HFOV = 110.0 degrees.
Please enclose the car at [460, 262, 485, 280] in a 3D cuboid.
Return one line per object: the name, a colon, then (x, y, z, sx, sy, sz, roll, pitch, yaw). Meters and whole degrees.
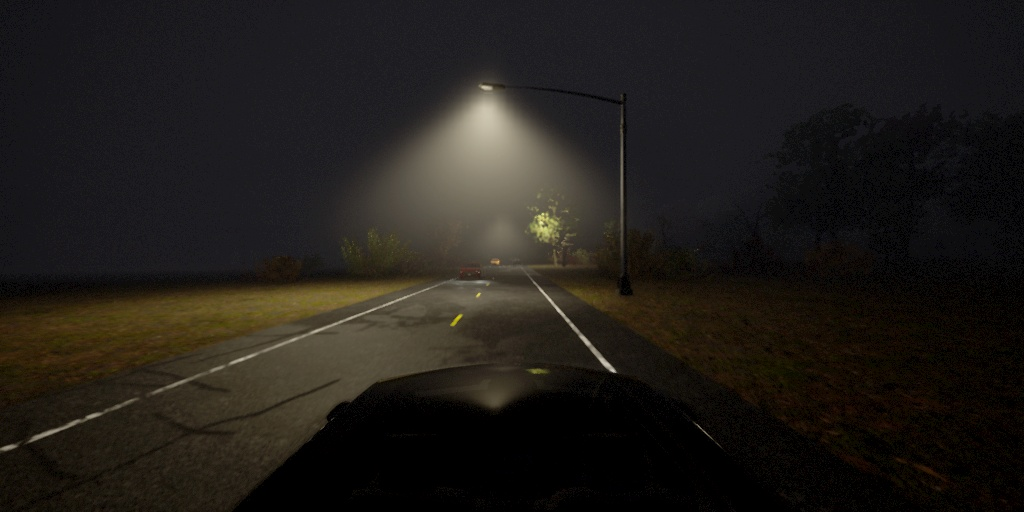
car: (-3.600, 1.311, 32.903, 1.882, 1.535, 5.008, 0, 0, 0)
